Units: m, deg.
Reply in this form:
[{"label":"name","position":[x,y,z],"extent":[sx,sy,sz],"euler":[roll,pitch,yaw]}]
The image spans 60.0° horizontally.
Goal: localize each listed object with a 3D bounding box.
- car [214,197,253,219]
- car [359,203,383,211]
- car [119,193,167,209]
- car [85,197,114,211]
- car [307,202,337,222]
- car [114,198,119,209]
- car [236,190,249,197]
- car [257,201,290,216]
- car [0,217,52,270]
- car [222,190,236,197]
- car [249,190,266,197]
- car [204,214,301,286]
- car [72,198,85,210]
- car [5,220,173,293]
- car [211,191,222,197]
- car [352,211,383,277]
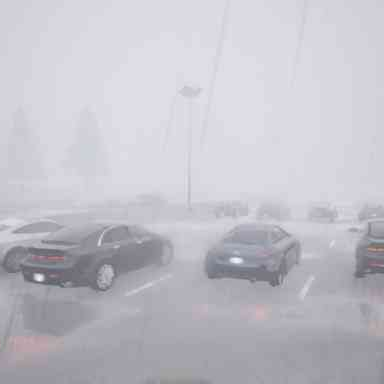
[{"label":"car","position":[3.478,1.462,28.269],"extent":[1.837,1.490,4.892],"euler":[0,1,27]},{"label":"car","position":[13.262,1.512,24.330],"extent":[1.994,1.385,4.181],"euler":[0,1,27]},{"label":"car","position":[-4.821,1.155,35.506],"extent":[2.150,2.045,5.566],"euler":[0,1,27]},{"label":"car","position":[-10.069,1.458,40.592],"extent":[2.033,1.411,5.357],"euler":[0,1,27]},{"label":"car","position":[10.251,1.472,26.126],"extent":[1.812,1.442,4.674],"euler":[0,1,27]},{"label":"car","position":[-6.789,1.472,39.311],"extent":[1.994,1.385,4.181],"euler":[0,1,27]},{"label":"car","position":[12.386,0.435,76.198],"extent":[1.837,1.490,4.892],"euler":[0,2,27]},{"label":"car","position":[6.608,1.462,26.702],"extent":[1.837,1.490,4.892],"euler":[0,0,27]},{"label":"car","position":[-5.233,1.562,10.953],"extent":[1.812,1.442,4.674],"euler":[0,0,24]},{"label":"car","position":[9.277,0.435,77.805],"extent":[1.837,1.490,4.892],"euler":[0,2,27]},{"label":"car","position":[14.678,0.428,73.010],"extent":[2.097,1.767,4.553],"euler":[0,2,27]},{"label":"car","position":[1.935,1.605,9.772],"extent":[1.994,1.385,4.181],"euler":[0,0,26]},{"label":"car","position":[-13.089,1.435,42.351],"extent":[1.812,1.442,4.674],"euler":[0,1,27]},{"label":"car","position":[-2.218,1.542,9.176],"extent":[1.837,1.490,4.892],"euler":[0,0,24]},{"label":"car","position":[6.168,0.413,79.412],"extent":[1.882,1.535,5.008],"euler":[0,2,27]},{"label":"car","position":[5.843,1.541,9.847],"extent":[1.837,1.490,4.892],"euler":[0,0,26]}]
